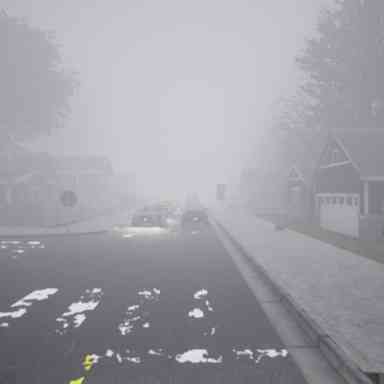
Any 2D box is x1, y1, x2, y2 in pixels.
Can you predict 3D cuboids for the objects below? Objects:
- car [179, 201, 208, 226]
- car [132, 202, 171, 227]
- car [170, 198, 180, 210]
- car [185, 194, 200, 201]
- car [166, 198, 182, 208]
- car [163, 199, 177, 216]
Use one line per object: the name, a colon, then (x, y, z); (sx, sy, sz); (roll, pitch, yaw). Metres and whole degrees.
car: (0.185, 1.601, 24.051); (1.812, 1.442, 4.674); (0, 0, -1)
car: (-2.926, 1.638, 23.700); (1.994, 1.385, 4.181); (0, 0, 4)
car: (-2.854, 1.614, 42.406); (1.882, 1.535, 5.008); (0, 0, 0)
car: (0.096, 1.413, 54.243); (2.150, 2.045, 5.566); (0, 0, 0)
car: (-2.818, 1.674, 52.845); (2.128, 1.511, 4.902); (0, 0, 0)
car: (-2.850, 1.705, 33.195); (1.895, 1.301, 4.718); (0, 0, 0)
